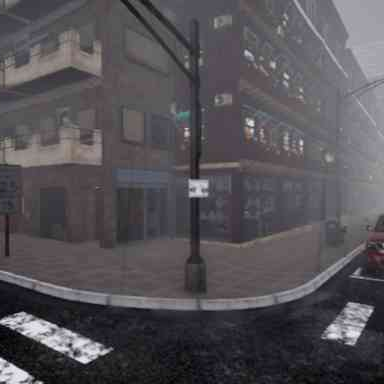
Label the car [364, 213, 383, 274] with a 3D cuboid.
[{"bbox_3d":[7.101,1.598,11.045,2.192,1.841,5.009,-1,-2,35],"label":"car"}]
